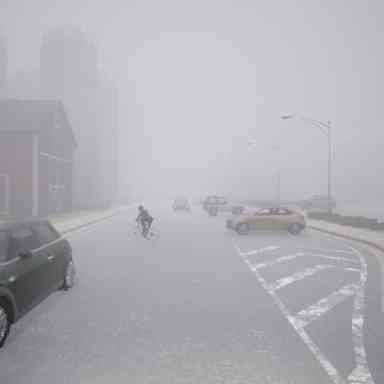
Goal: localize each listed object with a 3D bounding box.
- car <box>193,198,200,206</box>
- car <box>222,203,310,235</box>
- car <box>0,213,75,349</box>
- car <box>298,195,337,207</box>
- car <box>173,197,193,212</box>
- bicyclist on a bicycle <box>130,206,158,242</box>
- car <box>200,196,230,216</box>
[{"bbox_3d":[2.263,1.480,55.851,4.611,1.667,2.242,0,0,-2],"label":"car"},{"bbox_3d":[3.960,1.506,18.196,4.193,1.474,1.816,0,0,-2],"label":"car"},{"bbox_3d":[-3.772,1.352,5.981,2.097,1.767,4.553,0,0,-2],"label":"car"},{"bbox_3d":[15.931,1.310,42.238,4.605,1.855,1.932,0,0,-2],"label":"car"},{"bbox_3d":[-1.243,1.601,38.568,1.895,1.301,4.718,0,0,-2],"label":"car"},{"bbox_3d":[-2.205,1.453,15.119,1.656,1.620,0.582,-1,0,32],"label":"bicyclist on a bicycle"},{"bbox_3d":[2.988,1.313,31.655,3.866,1.878,1.905,0,0,-2],"label":"car"}]
